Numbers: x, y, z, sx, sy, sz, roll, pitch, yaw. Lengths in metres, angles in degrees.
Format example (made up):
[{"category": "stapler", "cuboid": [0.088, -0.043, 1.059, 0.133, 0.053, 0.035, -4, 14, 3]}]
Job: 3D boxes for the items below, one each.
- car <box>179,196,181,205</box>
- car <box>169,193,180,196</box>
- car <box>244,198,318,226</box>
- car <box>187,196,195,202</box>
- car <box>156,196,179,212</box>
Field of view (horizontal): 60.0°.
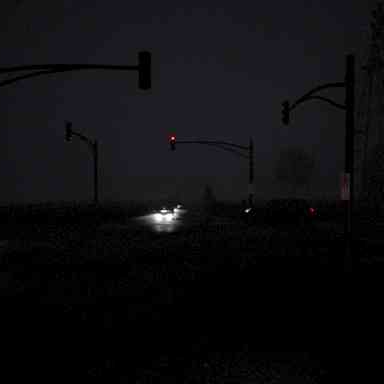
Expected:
[{"category": "car", "cuboid": [-3.019, 1.595, 47.454, 1.895, 1.301, 4.718, 0, 0, 0]}, {"category": "car", "cuboid": [-3.067, 1.216, 57.806, 2.150, 2.045, 5.566, 0, 0, 0]}, {"category": "car", "cuboid": [5.722, 1.177, 21.615, 4.553, 1.767, 2.097, -1, 0, 26]}, {"category": "car", "cuboid": [-0.341, 1.595, 78.353, 1.895, 1.301, 4.718, 0, 0, 0]}, {"category": "car", "cuboid": [-2.966, 1.485, 37.639, 2.128, 1.511, 4.902, 0, 0, -1]}]
